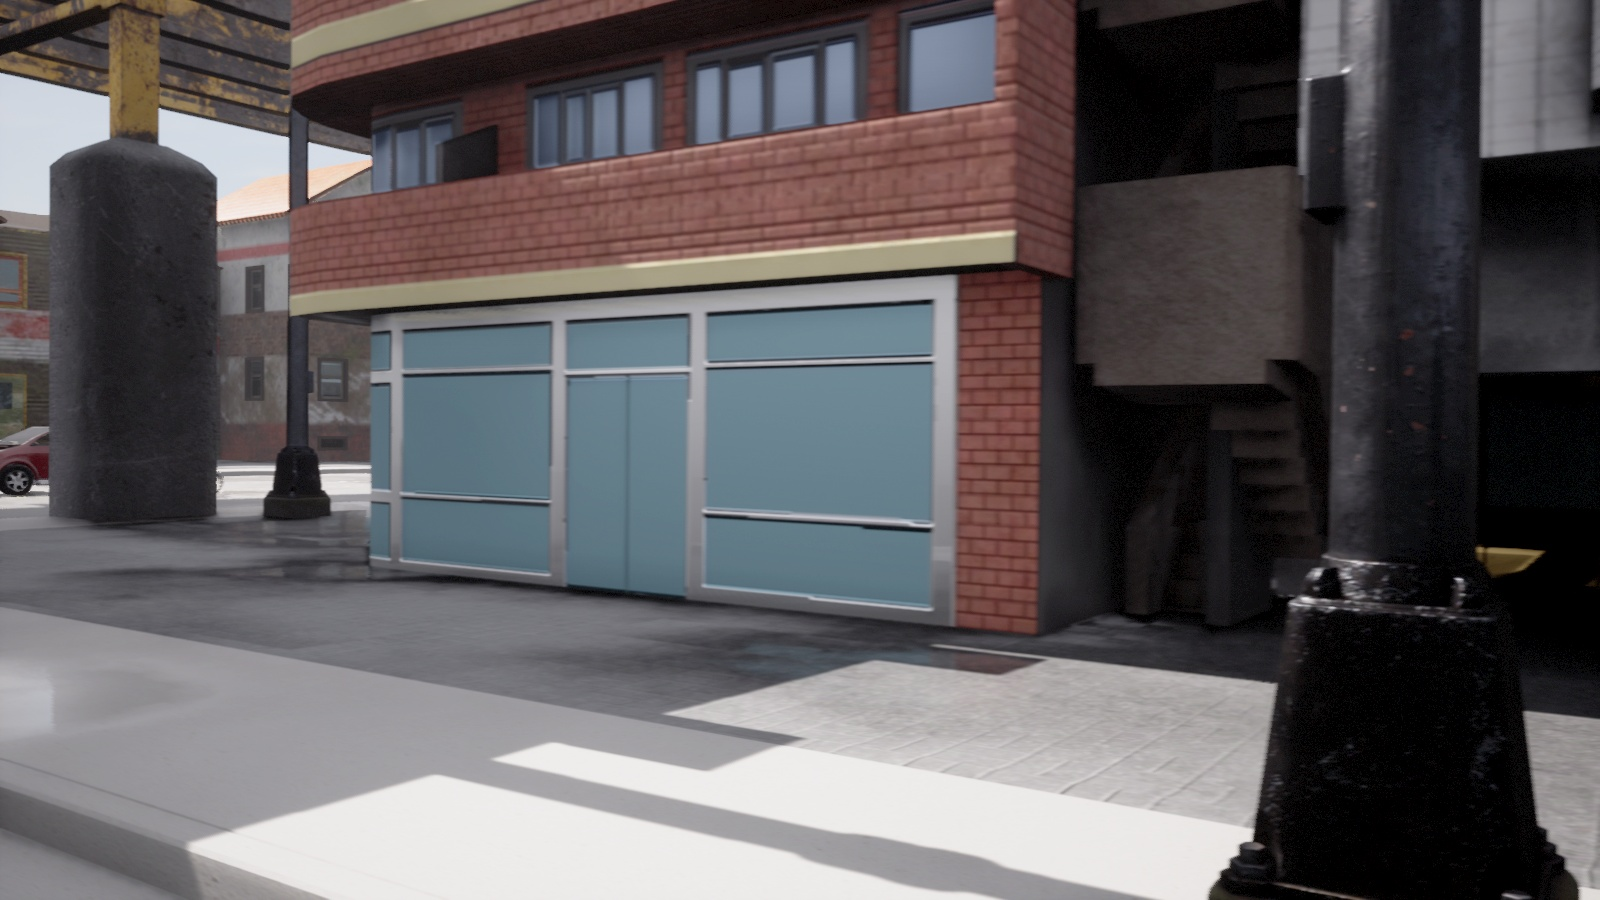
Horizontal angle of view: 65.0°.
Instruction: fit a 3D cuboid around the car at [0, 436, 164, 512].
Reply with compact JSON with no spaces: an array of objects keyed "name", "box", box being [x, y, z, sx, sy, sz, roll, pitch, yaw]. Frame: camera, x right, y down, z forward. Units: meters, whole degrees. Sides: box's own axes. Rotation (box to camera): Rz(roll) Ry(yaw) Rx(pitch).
[{"name":"car","box":[-16.401,0.475,27.809,1.789,1.549,3.705,0,1,33]}]
